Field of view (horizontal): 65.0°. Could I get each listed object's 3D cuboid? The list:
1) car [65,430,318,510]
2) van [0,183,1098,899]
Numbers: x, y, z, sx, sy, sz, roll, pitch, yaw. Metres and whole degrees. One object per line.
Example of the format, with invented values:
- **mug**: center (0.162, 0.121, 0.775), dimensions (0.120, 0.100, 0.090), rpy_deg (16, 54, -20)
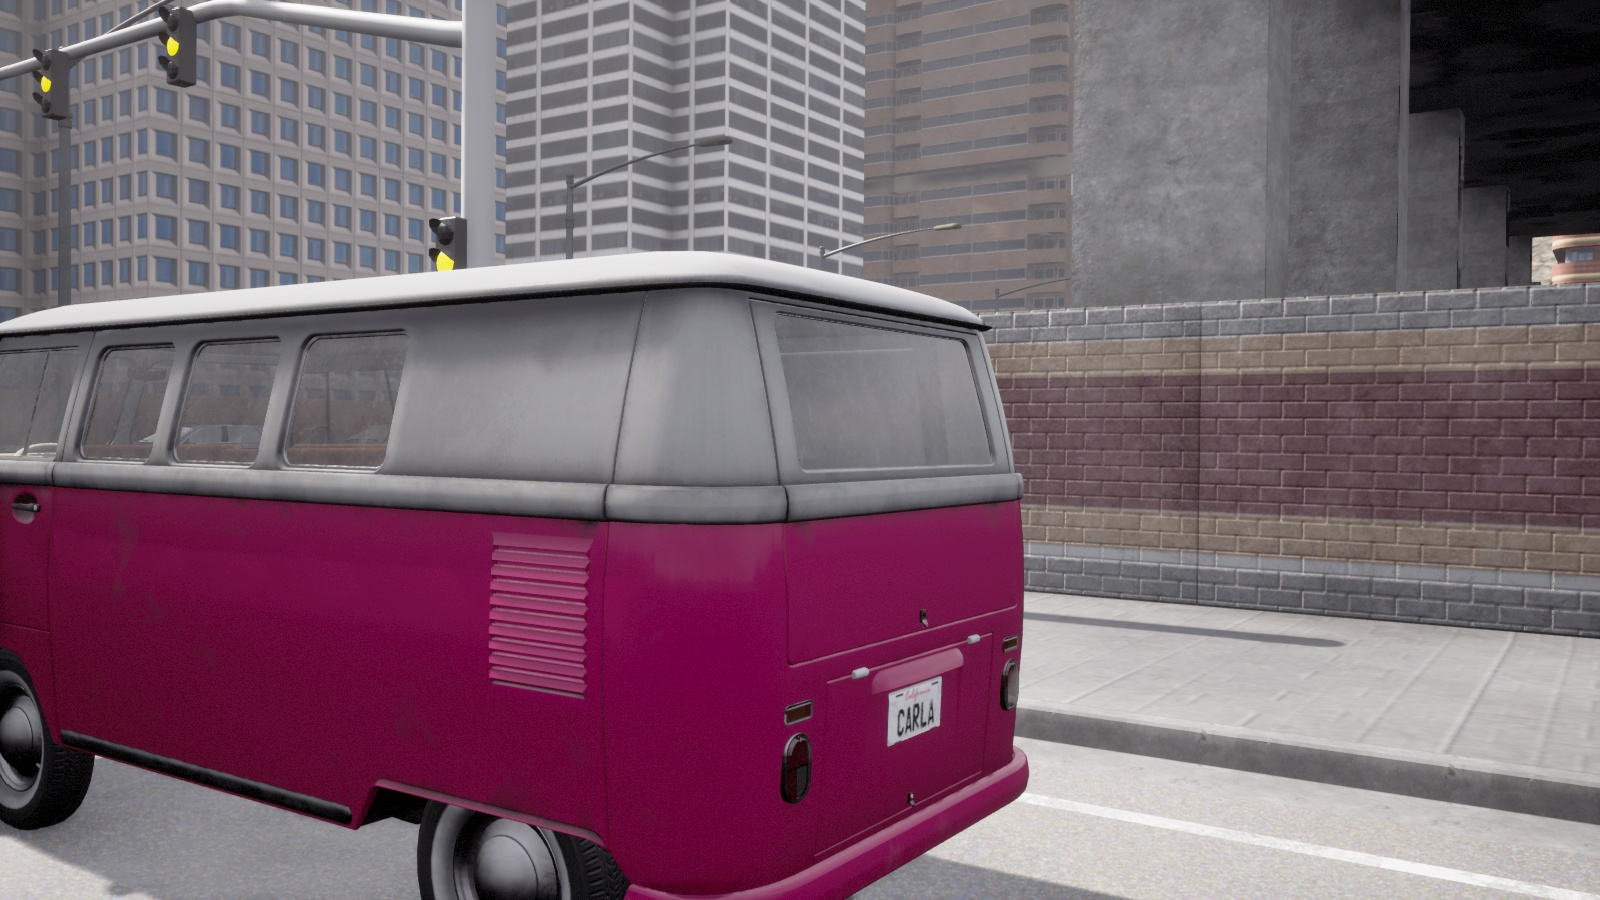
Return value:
- **car**: center (-13.873, 0.392, 28.947), dimensions (2.033, 1.649, 4.856), rpy_deg (0, 1, 34)
- **van**: center (-1.387, 0.435, 4.539), dimensions (4.442, 1.987, 1.775), rpy_deg (0, 1, 34)
